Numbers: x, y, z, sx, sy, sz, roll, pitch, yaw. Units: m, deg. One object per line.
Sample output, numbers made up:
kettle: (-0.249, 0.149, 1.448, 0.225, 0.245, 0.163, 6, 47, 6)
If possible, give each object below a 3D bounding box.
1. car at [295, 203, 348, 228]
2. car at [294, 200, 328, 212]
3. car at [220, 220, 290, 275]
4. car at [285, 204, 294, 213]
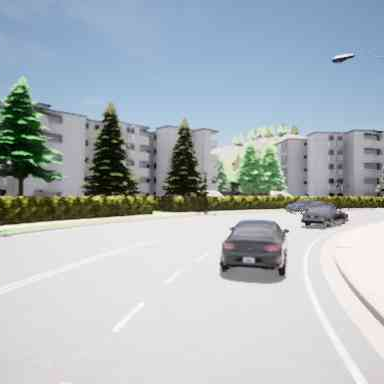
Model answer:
car: (9.914, 1.791, 24.692, 2.033, 1.411, 5.357, 0, -1, 41)
car: (14.166, 1.870, 37.495, 4.892, 1.490, 1.837, 1, -1, -32)
car: (2.133, 1.623, 10.821, 1.812, 1.442, 4.674, 0, -1, 17)
car: (13.780, 1.745, 41.279, 4.553, 1.767, 2.097, 1, 0, -30)
